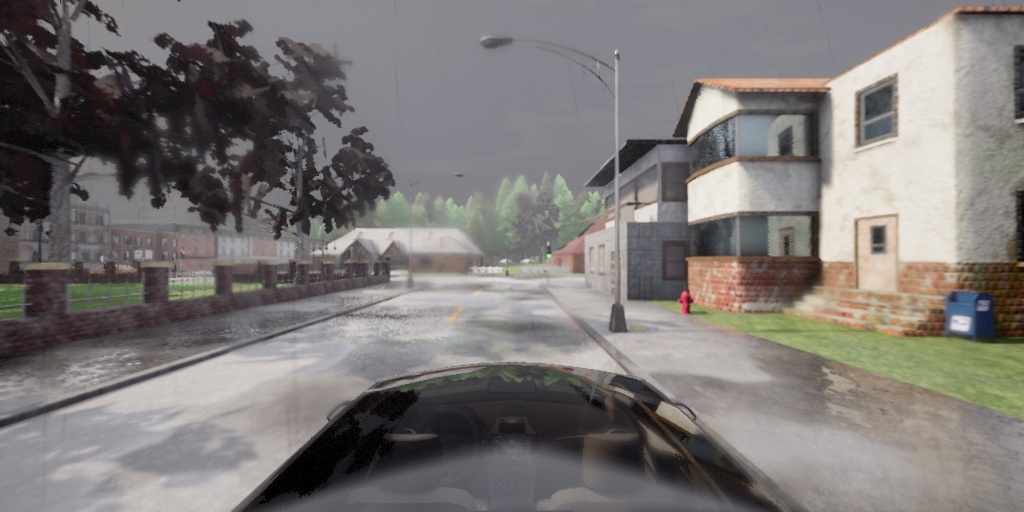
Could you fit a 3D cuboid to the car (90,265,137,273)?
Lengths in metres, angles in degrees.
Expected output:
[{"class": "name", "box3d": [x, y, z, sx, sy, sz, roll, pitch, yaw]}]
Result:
[{"class": "car", "box3d": [-38.921, 1.592, 35.759, 5.008, 1.535, 1.882, 0, -1, 0]}]
